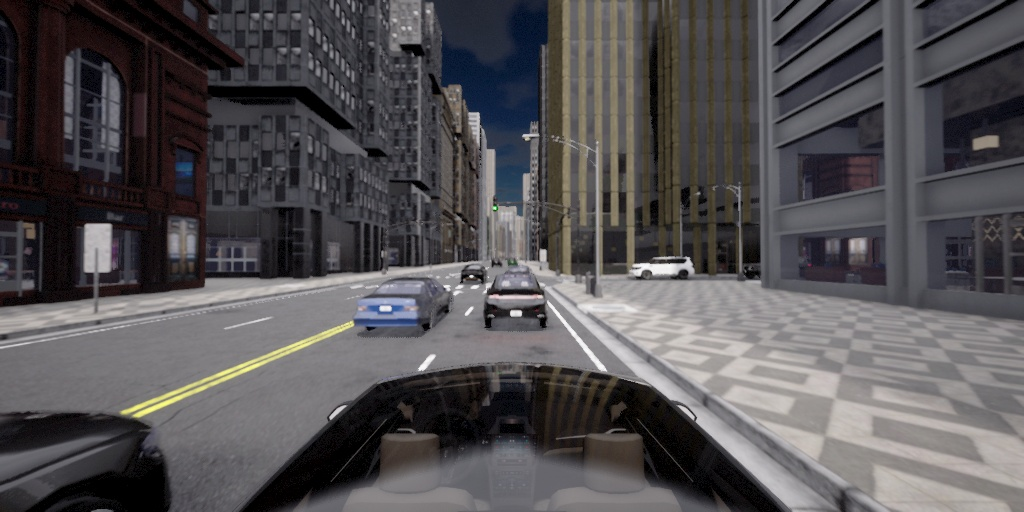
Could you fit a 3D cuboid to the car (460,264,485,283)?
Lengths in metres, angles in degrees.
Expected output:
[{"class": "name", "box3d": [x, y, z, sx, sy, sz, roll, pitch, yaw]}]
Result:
[{"class": "car", "box3d": [-3.120, 1.415, 30.103, 1.882, 1.535, 5.008, 0, 0, 0]}]

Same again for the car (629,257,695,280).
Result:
[{"class": "car", "box3d": [13.682, 1.111, 32.834, 5.566, 2.045, 2.150, 0, -1, 0]}]

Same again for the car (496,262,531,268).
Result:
[{"class": "car", "box3d": [0.570, 1.389, 23.467, 2.128, 1.511, 4.902, 0, 0, 8]}]

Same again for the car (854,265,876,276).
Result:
[{"class": "car", "box3d": [34.727, 1.350, 32.849, 5.357, 1.411, 2.033, 0, -1, 0]}]

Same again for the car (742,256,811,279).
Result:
[{"class": "car", "box3d": [24.109, 1.066, 32.849, 5.566, 2.045, 2.150, 0, -1, 0]}]

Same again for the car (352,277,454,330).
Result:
[{"class": "car", "box3d": [-3.143, 1.368, 11.422, 2.033, 1.411, 5.357, 0, 0, 0]}]

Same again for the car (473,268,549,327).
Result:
[{"class": "car", "box3d": [0.111, 1.316, 11.870, 2.128, 1.511, 4.902, 0, 0, 0]}]

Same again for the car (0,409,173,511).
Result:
[{"class": "car", "box3d": [-3.149, 1.232, 0.329, 2.128, 1.511, 4.902, 0, 0, 0]}]
